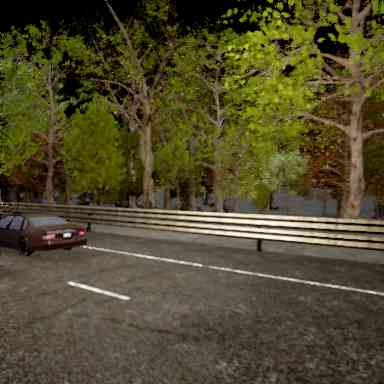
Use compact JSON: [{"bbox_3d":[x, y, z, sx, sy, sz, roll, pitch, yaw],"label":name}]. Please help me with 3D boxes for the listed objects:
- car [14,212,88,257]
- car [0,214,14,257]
[{"bbox_3d":[-6.293,1.499,12.781,5.357,1.411,2.033,0,0,36],"label":"car"},{"bbox_3d":[-7.585,1.179,9.402,5.566,2.045,2.150,0,0,36],"label":"car"}]
